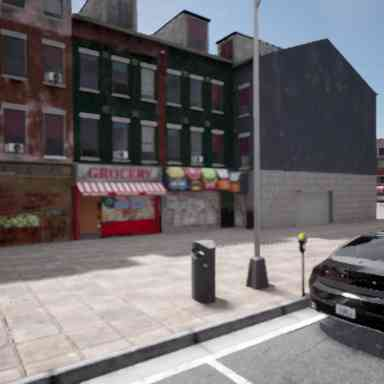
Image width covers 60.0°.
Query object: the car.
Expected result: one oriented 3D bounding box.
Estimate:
[{"bbox_3d":[4.228,1.504,6.296,4.892,1.490,1.837,0,0,-35],"label":"car"}]
